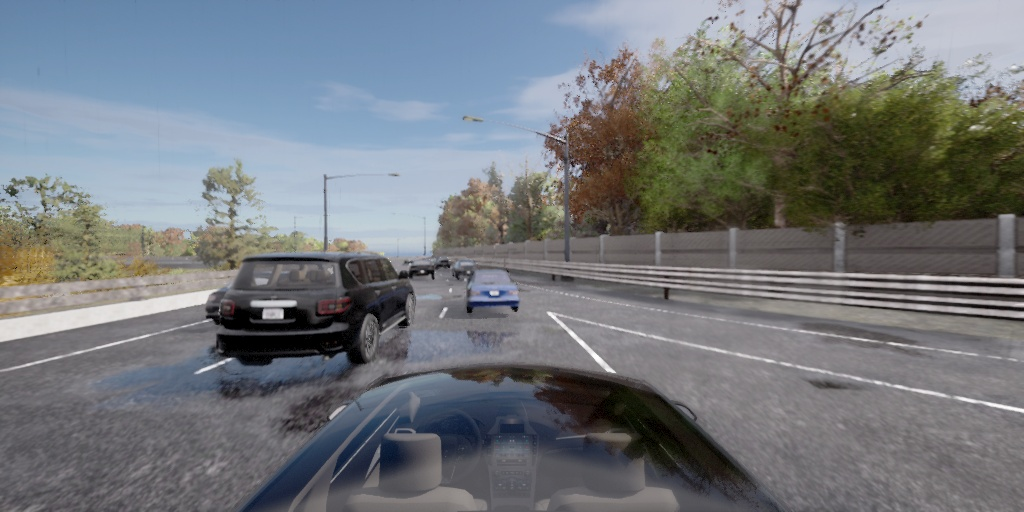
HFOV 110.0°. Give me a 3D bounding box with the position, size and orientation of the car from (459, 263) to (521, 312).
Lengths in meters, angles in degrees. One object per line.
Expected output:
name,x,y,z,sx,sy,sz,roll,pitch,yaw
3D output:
car,-0.852,1.193,13.773,2.033,1.411,5.357,0,1,-7

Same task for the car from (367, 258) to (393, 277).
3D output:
car,-12.249,1.016,33.476,2.128,1.511,4.902,0,1,-18

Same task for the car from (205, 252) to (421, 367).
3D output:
car,-3.727,0.933,8.022,2.150,2.045,5.566,0,0,-4

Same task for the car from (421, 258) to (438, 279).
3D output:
car,-7.429,1.013,29.541,1.882,1.535,5.008,0,1,-15

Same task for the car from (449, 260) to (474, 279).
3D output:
car,-3.817,1.046,29.274,1.812,1.442,4.674,0,0,-15

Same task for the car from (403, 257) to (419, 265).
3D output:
car,-17.454,0.894,61.874,1.895,1.301,4.718,-1,1,-27

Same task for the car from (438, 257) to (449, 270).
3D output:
car,-8.908,0.912,44.610,1.837,1.490,4.892,0,0,-22
